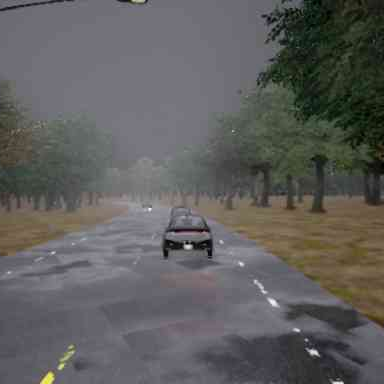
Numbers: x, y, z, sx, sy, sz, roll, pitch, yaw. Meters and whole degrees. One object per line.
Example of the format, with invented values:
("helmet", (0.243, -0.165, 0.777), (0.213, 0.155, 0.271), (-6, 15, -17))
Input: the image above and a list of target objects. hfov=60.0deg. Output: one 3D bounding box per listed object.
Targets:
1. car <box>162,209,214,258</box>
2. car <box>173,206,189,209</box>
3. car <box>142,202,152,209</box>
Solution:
("car", (-0.192, 1.650, 13.553), (2.128, 1.511, 4.902), (0, -1, -2))
("car", (-0.912, 1.888, 27.634), (2.033, 1.411, 5.357), (0, -1, -4))
("car", (-8.738, 2.531, 64.466), (1.994, 1.385, 4.181), (0, -1, -9))
